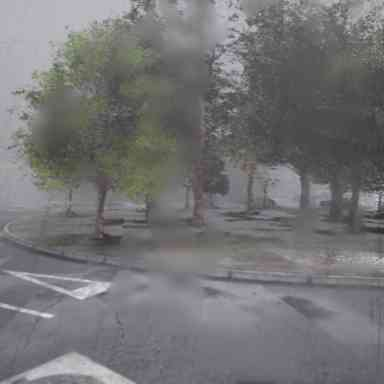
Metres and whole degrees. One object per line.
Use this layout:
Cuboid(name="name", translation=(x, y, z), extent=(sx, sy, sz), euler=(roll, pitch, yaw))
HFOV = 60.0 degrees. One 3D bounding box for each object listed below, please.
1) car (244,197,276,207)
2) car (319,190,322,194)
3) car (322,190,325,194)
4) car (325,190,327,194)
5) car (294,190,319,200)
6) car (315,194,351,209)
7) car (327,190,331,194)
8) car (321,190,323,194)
Cuboid(name="car", translation=(9.007, 1.295, 44.413), extent=(4.181, 1.385, 1.994), euler=(1, 0, 12))
Cuboid(name="car", translation=(26.064, 0.959, 75.279), extent=(5.008, 1.535, 2.097), euler=(1, 1, 29))
Cuboid(name="car", translation=(28.773, 0.768, 80.080), extent=(4.553, 1.767, 2.185), euler=(1, 1, 29))
Cuboid(name="car", translation=(30.081, 0.859, 82.515), extent=(4.892, 1.521, 2.231), euler=(1, 1, 29))
Cuboid(name="car", translation=(24.756, 0.862, 72.845), extent=(4.553, 1.767, 2.185), euler=(1, 1, 29))
Cuboid(name="car", translation=(19.134, 1.381, 43.556), extent=(4.674, 1.442, 1.812), euler=(1, 0, 38))
Cuboid(name="car", translation=(32.739, 0.527, 87.340), extent=(5.566, 2.045, 2.435), euler=(1, 1, 29))
Cuboid(name="car", translation=(27.409, 0.966, 77.686), extent=(4.674, 1.452, 2.002), euler=(1, 1, 29))
